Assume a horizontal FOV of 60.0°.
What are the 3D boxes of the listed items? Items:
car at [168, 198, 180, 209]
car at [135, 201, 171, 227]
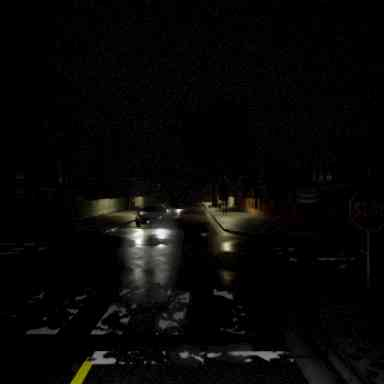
[{"bbox_3d":[-2.678,1.608,48.147,1.882,1.535,5.008,0,0,0],"label":"car"},{"bbox_3d":[-2.734,1.609,23.329,1.812,1.442,4.674,0,0,1],"label":"car"}]
